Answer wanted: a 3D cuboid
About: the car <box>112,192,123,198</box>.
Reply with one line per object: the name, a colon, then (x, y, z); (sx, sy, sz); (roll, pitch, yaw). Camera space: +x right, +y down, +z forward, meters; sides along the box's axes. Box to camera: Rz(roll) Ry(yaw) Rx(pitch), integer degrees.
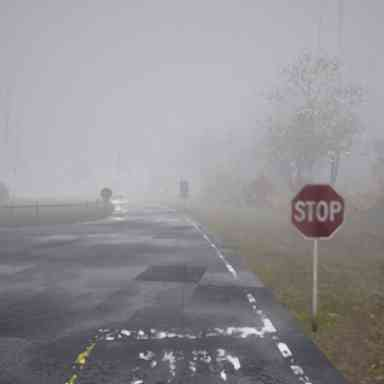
car: (-14.449, 0.718, 64.358); (1.882, 1.535, 5.008); (0, 1, -20)
